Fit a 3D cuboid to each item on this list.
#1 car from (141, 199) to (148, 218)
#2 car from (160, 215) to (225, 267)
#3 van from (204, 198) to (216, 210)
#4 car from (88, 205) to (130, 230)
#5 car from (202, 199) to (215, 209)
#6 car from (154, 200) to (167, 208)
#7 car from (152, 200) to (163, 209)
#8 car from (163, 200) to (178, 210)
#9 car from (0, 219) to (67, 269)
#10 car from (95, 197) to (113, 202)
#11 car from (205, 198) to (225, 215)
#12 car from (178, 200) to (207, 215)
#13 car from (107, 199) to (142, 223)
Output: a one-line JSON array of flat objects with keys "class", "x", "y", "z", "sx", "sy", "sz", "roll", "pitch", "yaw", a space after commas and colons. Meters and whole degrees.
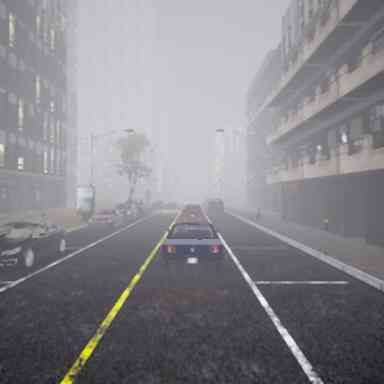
[{"class": "car", "x": -5.686, "y": 1.607, "z": 33.556, "sx": 2.192, "sy": 1.841, "sz": 5.009, "roll": 0, "pitch": -1, "yaw": 0}, {"class": "car", "x": 0.038, "y": 1.703, "z": 11.788, "sx": 1.895, "sy": 1.301, "sz": 4.718, "roll": 0, "pitch": 0, "yaw": 1}, {"class": "van", "x": 2.697, "y": 1.781, "z": 50.208, "sx": 1.690, "sy": 1.788, "sz": 3.998, "roll": 0, "pitch": -1, "yaw": 0}, {"class": "car", "x": -5.688, "y": 1.777, "z": 22.452, "sx": 1.802, "sy": 1.307, "sz": 4.206, "roll": 0, "pitch": 0, "yaw": 0}, {"class": "car", "x": 2.698, "y": 1.931, "z": 55.757, "sx": 1.967, "sy": 1.590, "sz": 4.097, "roll": 0, "pitch": -1, "yaw": 0}, {"class": "car", "x": -5.681, "y": 2.104, "z": 61.003, "sx": 1.947, "sy": 1.339, "sz": 4.313, "roll": 0, "pitch": -1, "yaw": 0}, {"class": "car", "x": -5.681, "y": 2.057, "z": 55.757, "sx": 1.947, "sy": 1.339, "sz": 4.313, "roll": 0, "pitch": -1, "yaw": 0}, {"class": "car", "x": -3.072, "y": 2.058, "z": 52.073, "sx": 1.895, "sy": 1.301, "sz": 4.718, "roll": 0, "pitch": -1, "yaw": 0}, {"class": "car", "x": -5.690, "y": 1.650, "z": 11.350, "sx": 2.008, "sy": 1.369, "sz": 4.403, "roll": 0, "pitch": 0, "yaw": 0}, {"class": "car", "x": -22.016, "y": 1.877, "z": 84.118, "sx": 4.829, "sy": 1.417, "sz": 1.752, "roll": 1, "pitch": -1, "yaw": -1}, {"class": "car", "x": 2.695, "y": 1.656, "z": 39.106, "sx": 2.192, "sy": 1.841, "sz": 5.009, "roll": 0, "pitch": -1, "yaw": 0}, {"class": "car", "x": 0.058, "y": 1.726, "z": 28.611, "sx": 1.882, "sy": 1.535, "sz": 5.008, "roll": 0, "pitch": 0, "yaw": 1}, {"class": "car", "x": -5.687, "y": 1.684, "z": 28.004, "sx": 1.967, "sy": 1.590, "sz": 4.097, "roll": 0, "pitch": 0, "yaw": 0}]
